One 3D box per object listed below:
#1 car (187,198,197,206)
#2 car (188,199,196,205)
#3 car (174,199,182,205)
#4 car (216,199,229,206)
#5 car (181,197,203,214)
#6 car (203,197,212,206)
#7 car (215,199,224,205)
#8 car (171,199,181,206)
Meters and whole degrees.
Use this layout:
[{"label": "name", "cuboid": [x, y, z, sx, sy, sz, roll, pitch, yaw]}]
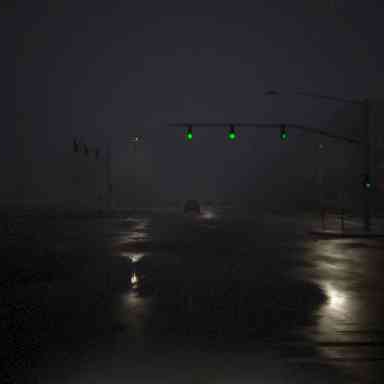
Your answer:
[{"label": "car", "cuboid": [-0.014, 2.180, 73.504, 2.097, 1.767, 4.553, 0, -1, 0]}, {"label": "car", "cuboid": [-0.017, 2.455, 83.562, 1.895, 1.301, 4.718, 0, -1, 0]}, {"label": "car", "cuboid": [-3.517, 2.412, 83.532, 1.994, 1.385, 4.181, 0, -1, 0]}, {"label": "car", "cuboid": [6.986, 2.421, 73.564, 1.895, 1.301, 4.718, 0, -1, 0]}, {"label": "car", "cuboid": [-0.004, 1.839, 43.295, 2.097, 1.767, 4.553, 0, -1, 0]}, {"label": "car", "cuboid": [3.486, 2.321, 73.117, 1.837, 1.490, 4.892, 0, -1, 0]}, {"label": "car", "cuboid": [6.983, 2.455, 83.565, 1.895, 1.301, 4.718, 0, -1, 0]}, {"label": "car", "cuboid": [-3.514, 2.421, 73.560, 1.895, 1.301, 4.718, 0, -1, 0]}]
